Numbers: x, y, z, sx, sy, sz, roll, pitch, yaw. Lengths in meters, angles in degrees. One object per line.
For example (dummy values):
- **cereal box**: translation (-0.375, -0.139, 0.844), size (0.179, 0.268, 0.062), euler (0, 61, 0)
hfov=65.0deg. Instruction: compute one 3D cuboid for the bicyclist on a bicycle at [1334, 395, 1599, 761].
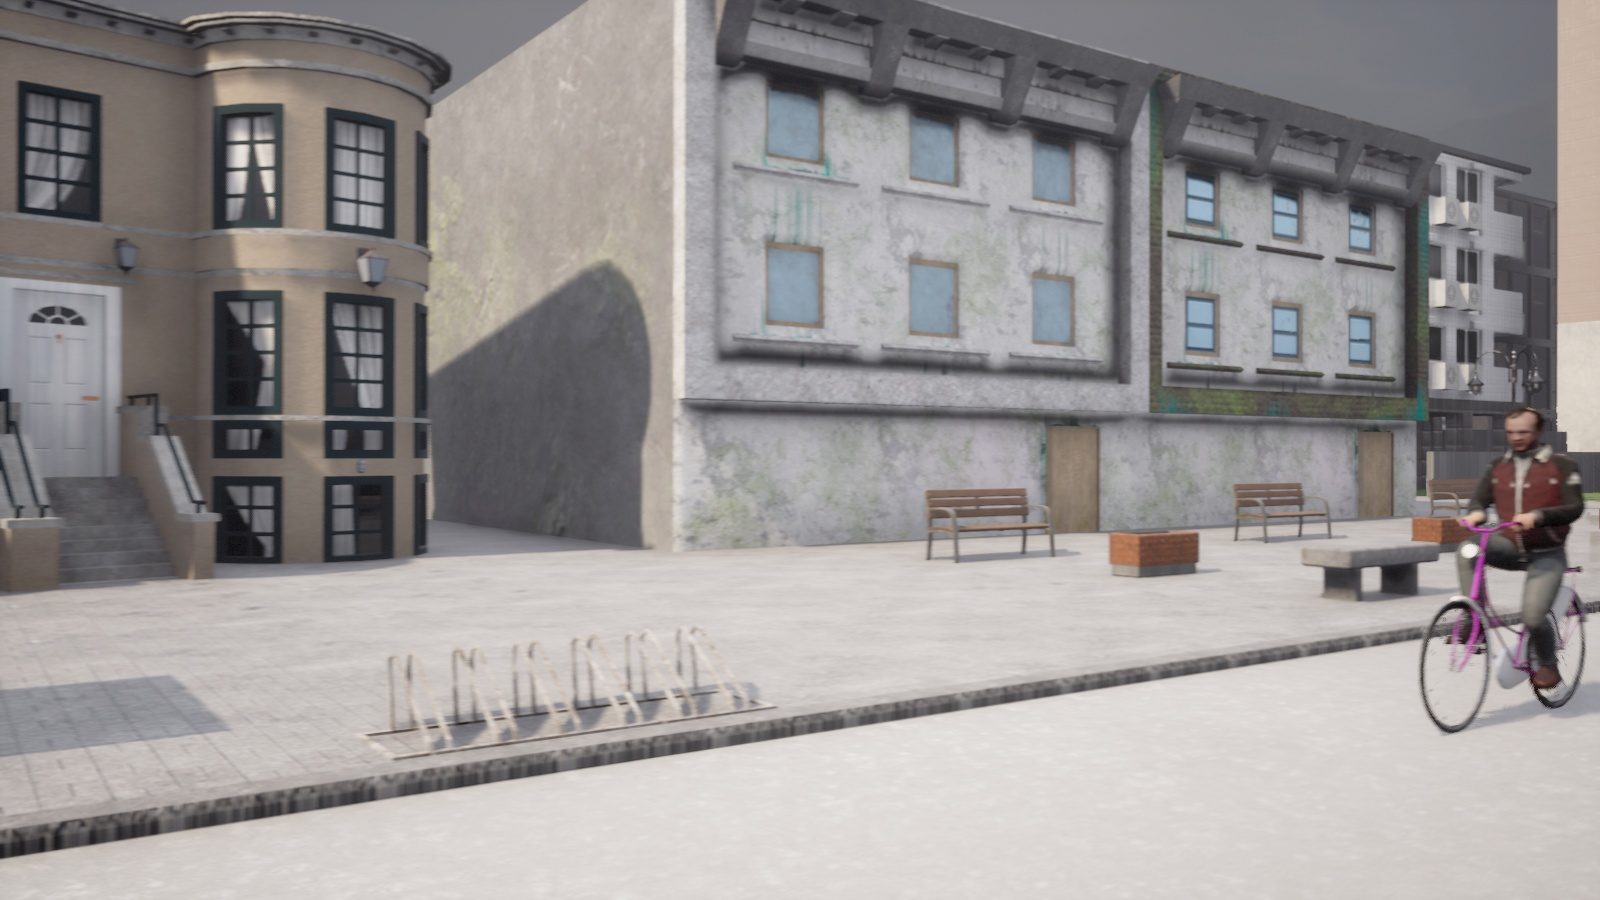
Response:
- **bicyclist on a bicycle**: translation (3.764, 0.624, 6.888), size (1.843, 1.776, 0.659), euler (0, 0, -35)
